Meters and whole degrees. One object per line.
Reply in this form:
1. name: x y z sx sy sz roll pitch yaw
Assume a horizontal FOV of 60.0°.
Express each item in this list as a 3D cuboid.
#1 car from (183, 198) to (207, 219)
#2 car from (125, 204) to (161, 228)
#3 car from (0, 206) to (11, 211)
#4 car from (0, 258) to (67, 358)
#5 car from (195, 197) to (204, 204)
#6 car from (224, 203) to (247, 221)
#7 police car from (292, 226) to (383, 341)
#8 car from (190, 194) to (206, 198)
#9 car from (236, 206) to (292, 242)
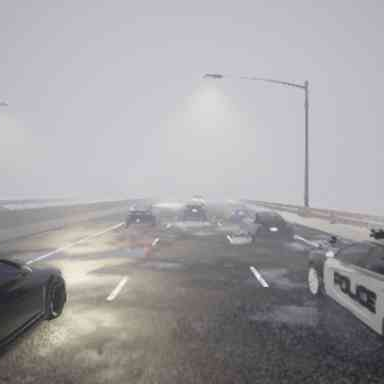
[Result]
1. car: 0.263 1.576 29.660 2.163 1.488 4.792 0 0 1
2. car: -3.230 1.539 22.538 2.128 1.511 4.902 0 0 1
3. car: -13.934 1.592 22.435 2.033 1.411 5.357 0 0 1
4. car: -3.382 1.570 4.683 1.994 1.385 4.181 0 0 0
5. car: 1.641 1.822 74.006 1.994 1.385 4.181 0 0 3
6. car: 3.735 1.612 27.397 2.033 1.411 5.357 0 0 1
7. police car: 3.511 1.434 5.663 1.930 1.638 5.238 0 0 0
8. car: 0.933 1.375 52.475 2.150 2.045 5.566 0 0 2
9. car: 3.589 1.594 16.475 1.994 1.385 4.181 0 0 1
